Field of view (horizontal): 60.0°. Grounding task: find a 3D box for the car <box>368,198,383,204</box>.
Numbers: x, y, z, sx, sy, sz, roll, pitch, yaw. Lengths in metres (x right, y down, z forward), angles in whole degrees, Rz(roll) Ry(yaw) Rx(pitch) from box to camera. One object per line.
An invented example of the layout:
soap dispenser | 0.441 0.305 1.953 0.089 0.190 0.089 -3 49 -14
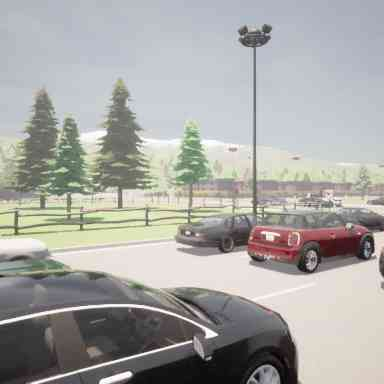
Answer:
car | 29.467 1.564 51.570 1.994 1.385 4.181 0 0 -35

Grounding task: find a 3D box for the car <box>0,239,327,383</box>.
car | -1.066 1.505 2.985 4.892 1.490 1.837 0 0 -35

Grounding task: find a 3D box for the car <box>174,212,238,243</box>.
car | 1.890 1.547 13.678 5.357 1.411 2.033 0 0 -35

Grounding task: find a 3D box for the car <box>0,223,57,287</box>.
car | -5.993 1.601 8.071 4.718 1.301 1.895 0 0 -36

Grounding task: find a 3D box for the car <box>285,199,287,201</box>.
car | 14.580 1.352 58.561 2.097 1.767 4.553 0 0 -35

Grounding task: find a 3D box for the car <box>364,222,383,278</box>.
car | 6.482 1.526 8.356 4.674 1.442 1.812 0 0 -35

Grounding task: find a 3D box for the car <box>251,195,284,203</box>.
car | 12.287 1.547 55.723 2.033 1.411 5.357 0 0 -35

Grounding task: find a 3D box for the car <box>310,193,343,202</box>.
car | 20.086 1.221 50.693 2.150 2.045 5.566 0 0 -35

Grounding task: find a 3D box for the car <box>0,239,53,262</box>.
car | -4.169 1.601 5.072 4.718 1.301 1.895 0 0 -35

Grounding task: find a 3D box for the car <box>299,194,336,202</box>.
car | 17.687 1.505 48.011 1.837 1.490 4.892 0 0 -35

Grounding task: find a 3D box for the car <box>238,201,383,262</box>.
car | 3.996 1.352 10.882 4.553 1.767 2.097 0 0 -35
